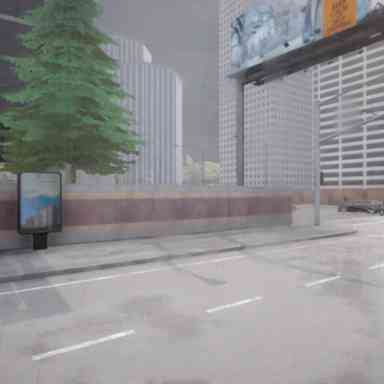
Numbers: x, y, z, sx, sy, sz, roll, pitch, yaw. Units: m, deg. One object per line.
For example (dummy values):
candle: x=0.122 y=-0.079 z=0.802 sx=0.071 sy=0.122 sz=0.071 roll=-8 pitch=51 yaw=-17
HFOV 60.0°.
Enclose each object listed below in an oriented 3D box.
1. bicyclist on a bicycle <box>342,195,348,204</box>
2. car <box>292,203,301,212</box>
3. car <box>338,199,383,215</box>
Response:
bicyclist on a bicycle: x=21.307 y=1.288 z=46.345 sx=1.656 sy=1.620 sz=0.582 roll=0 pitch=0 yaw=-35
car: x=9.904 y=1.483 z=37.387 sx=2.128 sy=1.511 sz=4.902 roll=0 pitch=0 yaw=-35
car: x=17.145 y=1.482 z=33.431 sx=2.128 sy=1.511 sz=4.902 roll=0 pitch=0 yaw=-34
